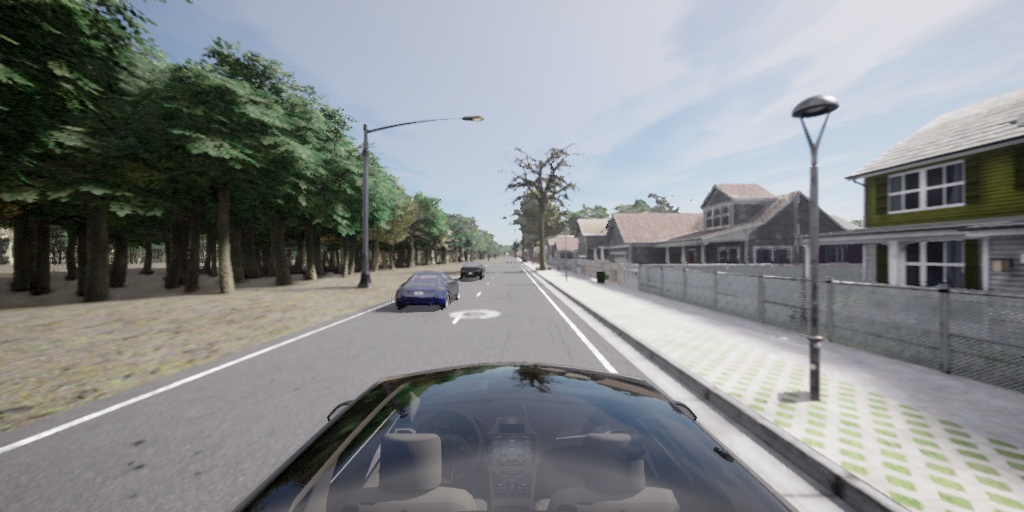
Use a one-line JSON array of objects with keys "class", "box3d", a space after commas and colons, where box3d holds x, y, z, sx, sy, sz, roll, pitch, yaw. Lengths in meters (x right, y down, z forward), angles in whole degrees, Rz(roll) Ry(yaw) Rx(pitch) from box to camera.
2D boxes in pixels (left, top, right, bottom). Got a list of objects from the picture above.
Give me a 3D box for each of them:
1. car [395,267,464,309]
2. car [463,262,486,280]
[{"class": "car", "box3d": [-3.403, 1.339, 15.114, 1.994, 1.385, 4.181, 0, 0, 0]}, {"class": "car", "box3d": [-3.401, 1.266, 31.819, 1.882, 1.535, 5.008, 0, 0, 0]}]
